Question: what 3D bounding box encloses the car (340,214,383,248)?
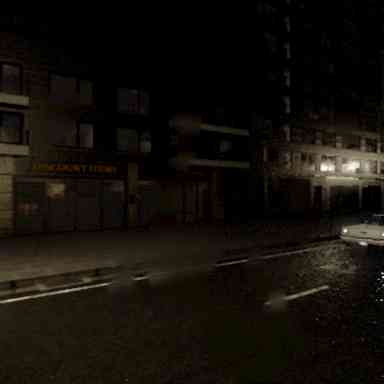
[{"bbox_3d":[8.023,1.559,13.383,4.718,1.301,1.895,0,0,-35],"label":"car"}]
